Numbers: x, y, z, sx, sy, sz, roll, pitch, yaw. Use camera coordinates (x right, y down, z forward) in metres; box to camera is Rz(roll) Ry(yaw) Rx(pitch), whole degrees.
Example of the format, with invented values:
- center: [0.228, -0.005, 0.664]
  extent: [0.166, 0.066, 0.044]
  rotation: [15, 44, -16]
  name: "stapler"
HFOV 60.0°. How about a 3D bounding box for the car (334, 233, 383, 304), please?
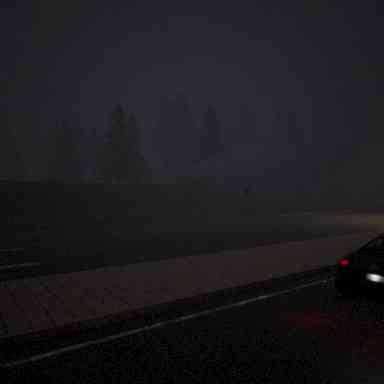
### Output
- center: [5.029, 1.564, 7.331]
  extent: [4.181, 1.385, 1.994]
  rotation: [0, 0, -35]
  name: "car"
